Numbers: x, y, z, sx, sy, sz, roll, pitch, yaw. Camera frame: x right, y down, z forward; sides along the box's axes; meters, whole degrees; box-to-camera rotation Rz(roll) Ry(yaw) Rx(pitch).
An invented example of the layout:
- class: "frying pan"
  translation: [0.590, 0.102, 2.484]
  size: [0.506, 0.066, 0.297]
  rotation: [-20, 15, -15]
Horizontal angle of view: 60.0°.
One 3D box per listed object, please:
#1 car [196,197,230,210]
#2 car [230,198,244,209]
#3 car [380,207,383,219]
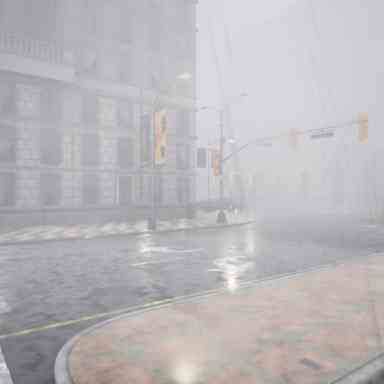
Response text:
- class: "car"
  translation: [2.339, 1.564, 42.252]
  size: [1.994, 1.385, 4.181]
  rotation: [0, 0, -36]
- class: "car"
  translation: [4.901, 1.504, 44.684]
  size: [1.837, 1.490, 4.892]
  rotation: [0, 0, -36]
- class: "car"
  translation: [15.986, 1.477, 23.330]
  size: [1.882, 1.535, 5.008]
  rotation: [0, 0, -36]
